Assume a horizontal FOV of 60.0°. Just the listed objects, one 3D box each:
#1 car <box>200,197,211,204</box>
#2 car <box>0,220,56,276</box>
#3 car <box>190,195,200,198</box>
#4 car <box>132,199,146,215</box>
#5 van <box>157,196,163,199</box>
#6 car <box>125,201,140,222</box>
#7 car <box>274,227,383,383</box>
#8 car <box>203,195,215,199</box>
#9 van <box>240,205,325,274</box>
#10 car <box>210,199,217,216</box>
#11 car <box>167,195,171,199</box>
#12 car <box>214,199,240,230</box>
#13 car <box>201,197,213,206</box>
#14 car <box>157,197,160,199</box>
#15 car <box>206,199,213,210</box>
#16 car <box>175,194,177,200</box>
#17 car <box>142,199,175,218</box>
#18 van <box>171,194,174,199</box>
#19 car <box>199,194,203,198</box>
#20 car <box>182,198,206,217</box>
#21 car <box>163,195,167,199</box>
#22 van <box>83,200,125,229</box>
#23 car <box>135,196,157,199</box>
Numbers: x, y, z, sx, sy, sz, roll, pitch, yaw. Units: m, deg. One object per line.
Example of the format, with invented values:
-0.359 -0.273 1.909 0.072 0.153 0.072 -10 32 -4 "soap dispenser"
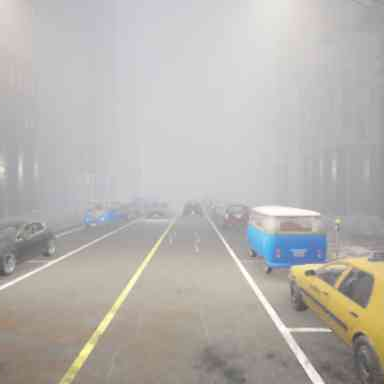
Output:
2.734 1.760 66.798 1.947 1.339 4.313 0 0 0 "car"
-5.769 1.596 10.419 1.947 1.339 4.313 0 0 0 "car"
-0.011 1.608 52.657 1.801 1.575 5.366 0 0 0 "car"
-5.778 1.661 32.966 1.947 1.339 4.313 0 0 0 "car"
-5.785 1.485 49.877 1.690 1.788 3.998 0 0 0 "van"
-5.775 1.644 27.329 1.947 1.339 4.313 0 0 0 "car"
2.758 1.540 4.969 1.752 1.417 4.829 0 0 0 "car"
2.743 1.568 44.253 1.967 1.590 4.097 0 0 0 "car"
2.755 1.371 10.435 1.690 1.788 3.998 0 0 0 "van"
2.749 1.604 27.514 1.752 1.417 4.829 0 0 0 "car"
-5.791 1.634 66.787 1.967 1.590 4.097 0 0 0 "car"
2.751 1.502 21.708 1.967 1.590 4.097 0 0 0 "car"
2.736 1.722 61.162 1.887 1.381 4.507 0 0 0 "car"
-5.782 1.673 44.240 1.887 1.381 4.507 0 0 0 "car"
2.747 1.646 32.980 2.008 1.369 4.403 0 0 0 "car"
-5.800 1.814 89.332 2.008 1.369 4.403 0 0 0 "car"
-3.028 1.637 30.972 2.033 1.411 5.357 0 0 0 "car"
-5.796 1.569 78.060 1.690 1.788 3.998 0 0 0 "van"
2.738 1.476 55.527 2.192 1.841 5.009 0 0 0 "car"
0.076 1.599 32.360 1.837 1.490 4.892 0 0 0 "car"
-5.787 1.601 55.513 1.967 1.590 4.097 0 0 0 "car"
-5.774 1.403 21.693 1.690 1.788 3.998 0 0 0 "van"
-5.781 1.426 38.603 2.192 1.841 5.009 0 0 0 "car"
